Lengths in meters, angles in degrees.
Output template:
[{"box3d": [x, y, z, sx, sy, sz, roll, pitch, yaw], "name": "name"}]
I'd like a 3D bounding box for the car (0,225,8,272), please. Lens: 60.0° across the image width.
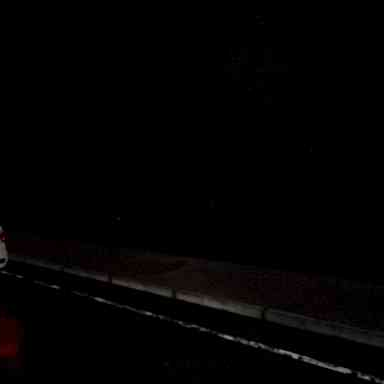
[{"box3d": [-7.027, 1.220, 8.707, 5.566, 2.045, 2.150, 0, 0, 36], "name": "car"}]
